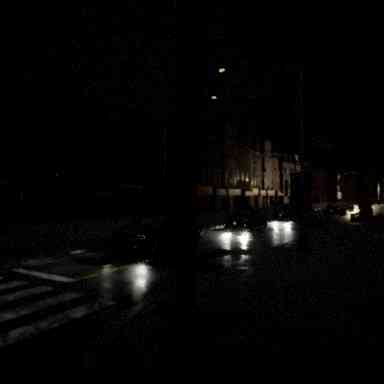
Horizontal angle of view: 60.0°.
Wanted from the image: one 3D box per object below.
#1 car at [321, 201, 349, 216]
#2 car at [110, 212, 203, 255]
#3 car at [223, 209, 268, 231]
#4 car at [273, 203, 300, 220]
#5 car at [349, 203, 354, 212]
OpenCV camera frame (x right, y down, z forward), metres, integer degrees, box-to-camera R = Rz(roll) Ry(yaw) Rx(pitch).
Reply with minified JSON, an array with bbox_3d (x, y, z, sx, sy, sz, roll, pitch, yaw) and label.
[{"bbox_3d":[16.412,1.979,38.275,1.994,1.385,4.181,-1,-1,32],"label":"car"},{"bbox_3d":[-1.394,1.666,14.641,1.882,1.535,5.008,-1,-1,32],"label":"car"},{"bbox_3d":[3.754,1.843,23.083,1.994,1.385,4.181,-1,-1,31],"label":"car"},{"bbox_3d":[9.292,1.869,32.148,2.128,1.511,4.902,-1,-1,32],"label":"car"},{"bbox_3d":[21.551,2.107,46.798,1.895,1.301,4.718,-1,-1,31],"label":"car"}]
